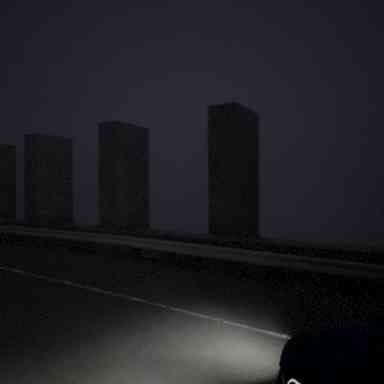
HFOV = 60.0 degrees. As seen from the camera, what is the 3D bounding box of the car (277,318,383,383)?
[{"bbox_3d":[2.844,1.490,1.946,4.674,1.442,1.812,0,0,36],"label":"car"}]
